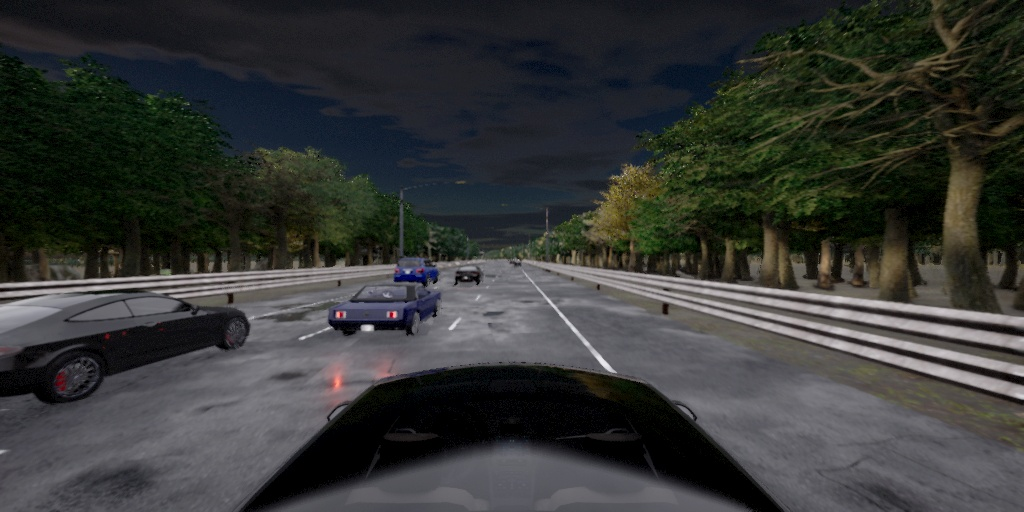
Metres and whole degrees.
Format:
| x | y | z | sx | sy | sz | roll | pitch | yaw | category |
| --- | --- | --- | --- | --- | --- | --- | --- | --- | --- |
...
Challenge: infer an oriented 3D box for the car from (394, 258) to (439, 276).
| x | y | z | sx | sy | sz | roll | pitch | yaw | category |
| --- | --- | --- | --- | --- | --- | --- | --- | --- | --- |
| -6.878 | 1.184 | 26.308 | 2.150 | 2.045 | 5.566 | 0 | 0 | 0 | car |

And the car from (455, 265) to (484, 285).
| x | y | z | sx | sy | sz | roll | pitch | yaw | category |
| --- | --- | --- | --- | --- | --- | --- | --- | --- | --- |
| -3.375 | 1.462 | 28.787 | 1.882 | 1.535 | 5.008 | 0 | 0 | 0 | car |

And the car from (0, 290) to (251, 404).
| x | y | z | sx | sy | sz | roll | pitch | yaw | category |
| --- | --- | --- | --- | --- | --- | --- | --- | --- | --- |
| -6.902 | 1.315 | 6.255 | 1.812 | 1.442 | 4.674 | 0 | -1 | 0 | car |

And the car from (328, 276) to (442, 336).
| x | y | z | sx | sy | sz | roll | pitch | yaw | category |
| --- | --- | --- | --- | --- | --- | --- | --- | --- | --- |
| -3.395 | 1.432 | 10.668 | 1.895 | 1.301 | 4.718 | 0 | 0 | 0 | car |
